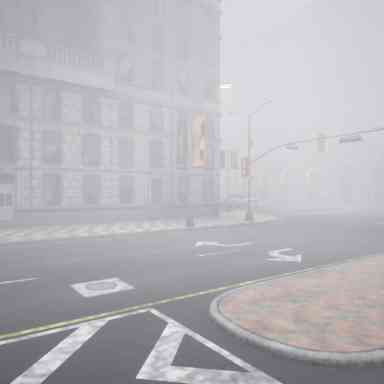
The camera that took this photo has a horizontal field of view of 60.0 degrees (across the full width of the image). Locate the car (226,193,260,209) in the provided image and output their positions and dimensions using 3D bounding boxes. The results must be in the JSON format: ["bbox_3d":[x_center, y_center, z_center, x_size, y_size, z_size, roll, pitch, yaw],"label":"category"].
[{"bbox_3d":[6.866,1.221,46.370,2.150,2.045,5.566,0,0,-37],"label":"car"}]

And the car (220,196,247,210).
[{"bbox_3d":[4.695,1.564,43.405,1.994,1.385,4.181,0,0,-36],"label":"car"}]
